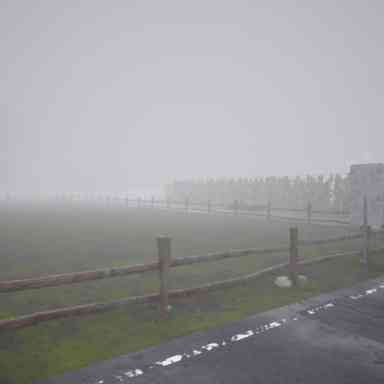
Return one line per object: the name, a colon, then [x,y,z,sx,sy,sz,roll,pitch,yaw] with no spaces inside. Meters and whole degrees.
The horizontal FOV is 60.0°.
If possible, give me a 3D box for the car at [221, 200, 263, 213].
car: [5.137,1.473,35.151,1.895,1.301,4.718,1,0,-35]
